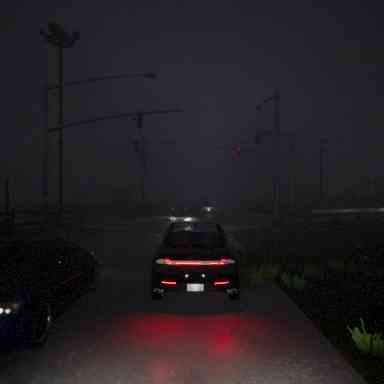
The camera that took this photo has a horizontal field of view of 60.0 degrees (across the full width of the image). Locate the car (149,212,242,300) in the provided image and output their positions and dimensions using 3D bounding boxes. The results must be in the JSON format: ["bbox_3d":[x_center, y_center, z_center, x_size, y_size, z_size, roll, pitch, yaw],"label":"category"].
[{"bbox_3d":[0.078,1.492,8.364,2.128,1.511,4.902,0,0,0],"label":"car"}]

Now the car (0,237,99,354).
[{"bbox_3d":[-3.164,1.564,6.126,1.994,1.385,4.181,0,0,0],"label":"car"}]

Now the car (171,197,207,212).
[{"bbox_3d":[-0.406,1.508,32.247,1.812,1.442,4.674,1,1,20],"label":"car"}]

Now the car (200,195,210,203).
[{"bbox_3d":[2.683,1.442,66.633,1.882,1.535,5.008,0,0,3],"label":"car"}]

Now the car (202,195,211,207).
[{"bbox_3d":[1.733,1.490,49.068,1.812,1.442,4.674,0,0,3],"label":"car"}]
